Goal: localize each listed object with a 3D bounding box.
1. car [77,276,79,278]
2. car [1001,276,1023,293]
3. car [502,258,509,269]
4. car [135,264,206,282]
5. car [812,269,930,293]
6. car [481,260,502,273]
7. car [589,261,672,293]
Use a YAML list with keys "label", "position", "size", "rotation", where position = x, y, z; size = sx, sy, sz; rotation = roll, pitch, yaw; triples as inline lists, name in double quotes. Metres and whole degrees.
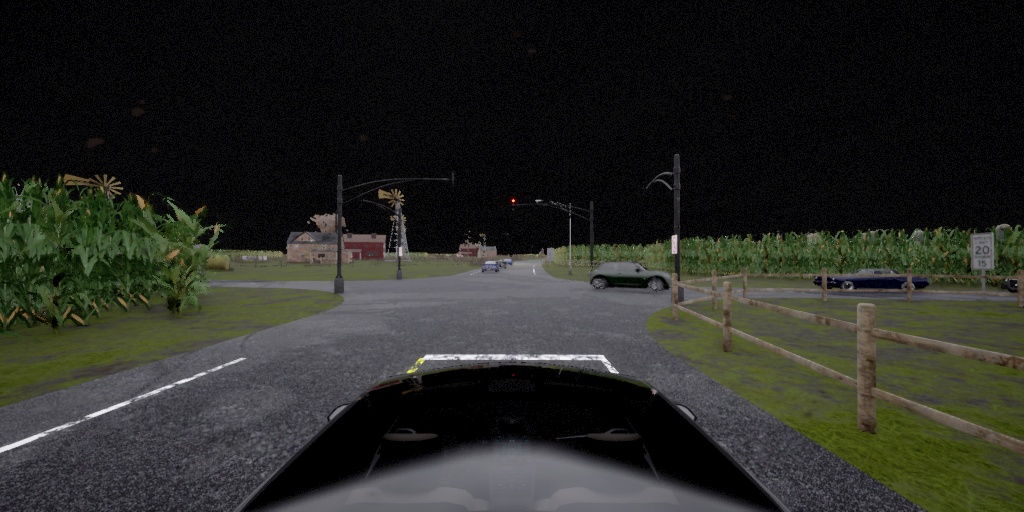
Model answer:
- label: "car"
  position: [-34.006, 1.293, 26.943]
  size: [4.718, 1.301, 1.895]
  rotation: [0, -1, 9]
- label: "car"
  position: [29.348, 1.377, 19.058]
  size: [4.181, 1.385, 1.994]
  rotation: [0, -1, 10]
- label: "car"
  position: [-1.942, 1.301, 56.354]
  size: [1.994, 1.385, 4.181]
  rotation: [0, 0, 3]
- label: "car"
  position: [-24.191, 1.195, 25.293]
  size: [4.902, 1.511, 2.128]
  rotation: [0, -1, 9]
- label: "car"
  position: [20.380, 1.401, 20.606]
  size: [4.718, 1.301, 1.895]
  rotation: [0, -1, 9]
- label: "car"
  position: [-2.598, 1.271, 43.938]
  size: [1.812, 1.442, 4.674]
  rotation: [0, 0, 3]
- label: "car"
  position: [6.889, 1.105, 20.697]
  size: [4.553, 1.767, 2.097]
  rotation: [0, -1, 25]
